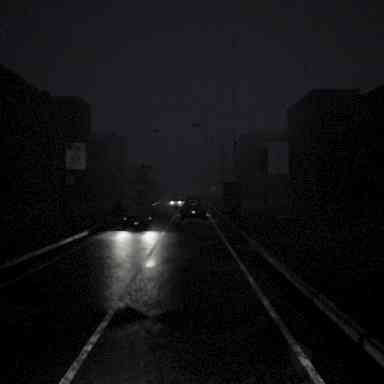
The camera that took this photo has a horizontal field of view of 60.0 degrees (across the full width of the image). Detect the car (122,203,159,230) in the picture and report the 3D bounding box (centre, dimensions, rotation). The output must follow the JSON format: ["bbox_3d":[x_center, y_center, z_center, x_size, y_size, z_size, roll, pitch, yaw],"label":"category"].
[{"bbox_3d":[-3.095,1.453,20.737,1.812,1.442,4.674,0,0,0],"label":"car"}]

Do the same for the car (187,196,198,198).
[{"bbox_3d":[0.109,1.222,42.558,1.837,1.490,4.892,0,0,0],"label":"car"}]

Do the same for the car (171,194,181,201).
[{"bbox_3d":[-3.007,1.095,63.318,1.895,1.301,4.718,0,1,1],"label":"car"}]

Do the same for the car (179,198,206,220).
[{"bbox_3d":[0.106,1.444,26.651,1.994,1.385,4.181,0,0,0],"label":"car"}]
